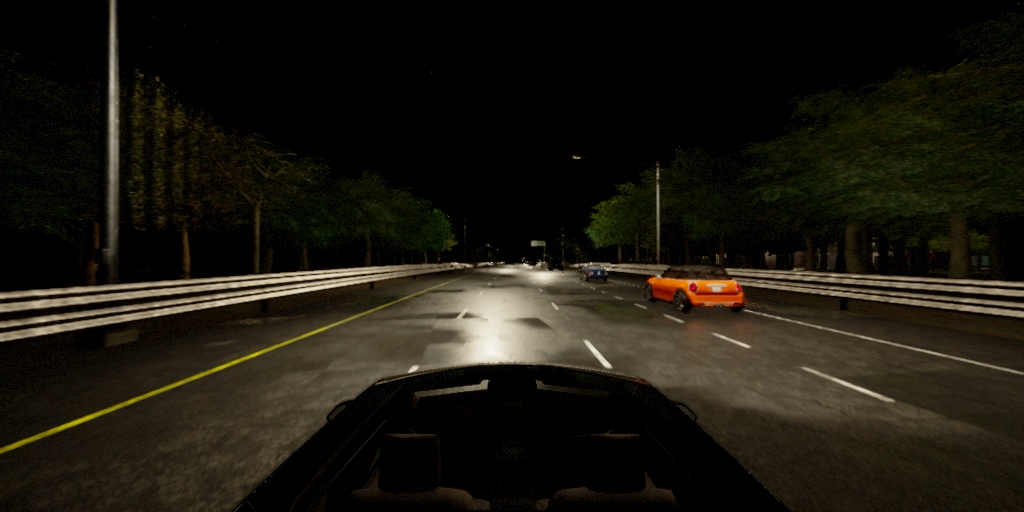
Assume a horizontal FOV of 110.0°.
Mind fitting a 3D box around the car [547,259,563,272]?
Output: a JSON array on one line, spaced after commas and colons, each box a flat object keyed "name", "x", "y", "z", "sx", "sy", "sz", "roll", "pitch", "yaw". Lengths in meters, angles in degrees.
[{"name": "car", "x": 7.190, "y": 1.540, "z": 60.022, "sx": 2.150, "sy": 2.045, "sz": 5.566, "roll": 0, "pitch": -1, "yaw": 0}]

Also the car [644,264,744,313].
[{"name": "car", "x": 7.011, "y": 1.152, "z": 14.392, "sx": 2.097, "sy": 1.767, "sz": 4.553, "roll": 0, "pitch": 0, "yaw": 0}]

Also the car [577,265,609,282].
[{"name": "car", "x": 7.052, "y": 1.477, "z": 31.575, "sx": 2.033, "sy": 1.411, "sz": 5.357, "roll": 0, "pitch": -1, "yaw": 0}]
